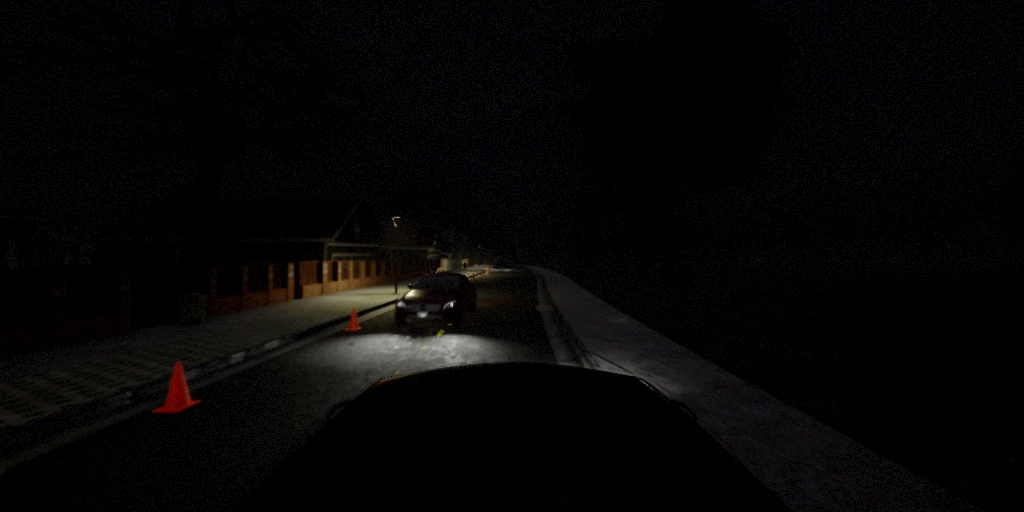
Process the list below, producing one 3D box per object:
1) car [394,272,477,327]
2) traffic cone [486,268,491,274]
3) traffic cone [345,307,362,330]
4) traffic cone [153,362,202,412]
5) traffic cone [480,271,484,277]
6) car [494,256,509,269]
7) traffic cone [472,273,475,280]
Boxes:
[{"bbox_3d":[-2.248,1.267,11.677,1.812,1.442,4.674,0,0,2],"label":"car"},{"bbox_3d":[-2.762,1.724,39.741,0.340,0.580,0.340,0,0,2],"label":"traffic cone"},{"bbox_3d":[-4.317,1.694,9.783,0.340,0.580,0.340,0,0,2],"label":"traffic cone"},{"bbox_3d":[-4.417,1.696,4.743,0.340,0.580,0.340,0,0,1],"label":"traffic cone"},{"bbox_3d":[-2.939,1.708,34.782,0.340,0.580,0.340,0,0,2],"label":"traffic cone"},{"bbox_3d":[-1.724,1.081,59.534,2.150,2.045,5.566,0,0,-2],"label":"car"},{"bbox_3d":[-3.194,1.697,29.828,0.340,0.580,0.340,0,0,3],"label":"traffic cone"}]
